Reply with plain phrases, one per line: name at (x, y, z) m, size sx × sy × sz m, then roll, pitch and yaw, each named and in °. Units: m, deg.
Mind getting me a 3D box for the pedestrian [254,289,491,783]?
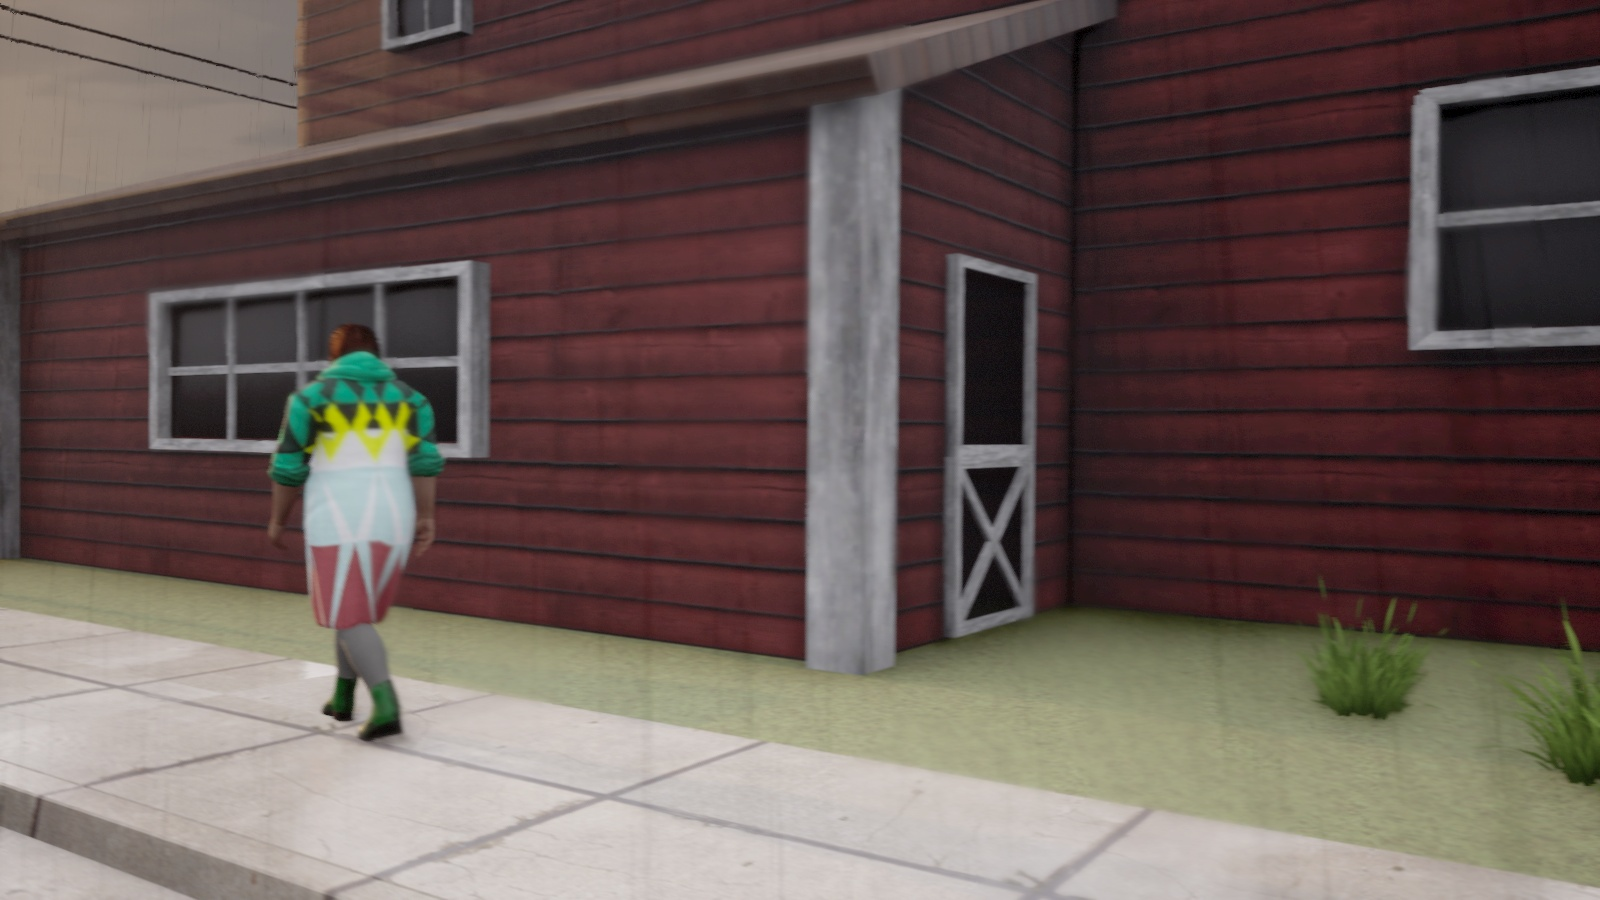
pedestrian at (-1.880, 0.335, 5.500) m, size 0.659 × 1.952 × 0.873 m, roll -1°, pitch 1°, yaw -43°
